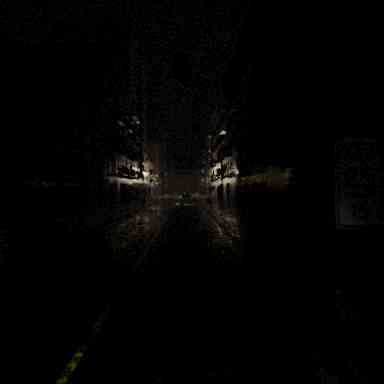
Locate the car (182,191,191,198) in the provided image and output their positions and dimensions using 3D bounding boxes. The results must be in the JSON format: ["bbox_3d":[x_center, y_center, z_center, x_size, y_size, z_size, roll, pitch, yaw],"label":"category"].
[{"bbox_3d":[-1.369,0.728,80.143,1.837,1.490,4.892,-1,0,-1],"label":"car"}]

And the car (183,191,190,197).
[{"bbox_3d":[-1.551,0.548,90.558,1.882,1.535,5.008,-1,0,-1],"label":"car"}]
